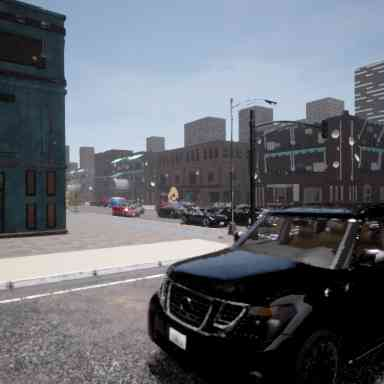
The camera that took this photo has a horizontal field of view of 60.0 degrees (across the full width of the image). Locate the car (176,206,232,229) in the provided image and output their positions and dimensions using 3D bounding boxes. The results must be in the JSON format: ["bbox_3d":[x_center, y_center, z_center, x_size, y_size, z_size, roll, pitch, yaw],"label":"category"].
[{"bbox_3d":[0.797,1.814,24.686,1.947,1.339,4.313,-2,0,-36],"label":"car"}]

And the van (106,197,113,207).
[{"bbox_3d":[-13.228,1.907,58.936,1.690,1.788,3.998,-1,0,-36],"label":"van"}]

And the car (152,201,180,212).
[{"bbox_3d":[-3.569,1.966,45.425,1.802,1.307,4.206,-2,0,-36],"label":"car"}]

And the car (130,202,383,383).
[{"bbox_3d":[2.091,1.221,5.187,5.566,2.045,2.150,0,0,-36],"label":"car"}]

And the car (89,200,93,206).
[{"bbox_3d":[-19.659,2.227,67.944,1.887,1.381,4.507,-1,0,-36],"label":"car"}]

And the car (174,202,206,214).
[{"bbox_3d":[-0.353,1.903,40.921,1.802,1.307,4.206,-2,0,-36],"label":"car"}]

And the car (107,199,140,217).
[{"bbox_3d":[-7.173,1.846,36.048,1.967,1.590,4.097,-1,0,-36],"label":"car"}]

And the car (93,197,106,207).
[{"bbox_3d":[-16.446,1.939,63.440,2.192,1.841,5.009,-1,0,-36],"label":"car"}]

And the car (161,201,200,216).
[{"bbox_3d":[-1.397,1.818,37.923,2.128,1.511,4.902,-1,0,-35],"label":"car"}]

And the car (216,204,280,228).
[{"bbox_3d":[4.017,1.706,24.800,1.837,1.490,4.892,-1,0,-34],"label":"car"}]

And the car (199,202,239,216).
[{"bbox_3d":[2.865,1.809,36.417,2.008,1.369,4.403,-2,0,-36],"label":"car"}]

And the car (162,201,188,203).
[{"bbox_3d":[-1.760,1.879,32.961,1.994,1.385,4.181,-1,0,-35],"label":"car"}]
